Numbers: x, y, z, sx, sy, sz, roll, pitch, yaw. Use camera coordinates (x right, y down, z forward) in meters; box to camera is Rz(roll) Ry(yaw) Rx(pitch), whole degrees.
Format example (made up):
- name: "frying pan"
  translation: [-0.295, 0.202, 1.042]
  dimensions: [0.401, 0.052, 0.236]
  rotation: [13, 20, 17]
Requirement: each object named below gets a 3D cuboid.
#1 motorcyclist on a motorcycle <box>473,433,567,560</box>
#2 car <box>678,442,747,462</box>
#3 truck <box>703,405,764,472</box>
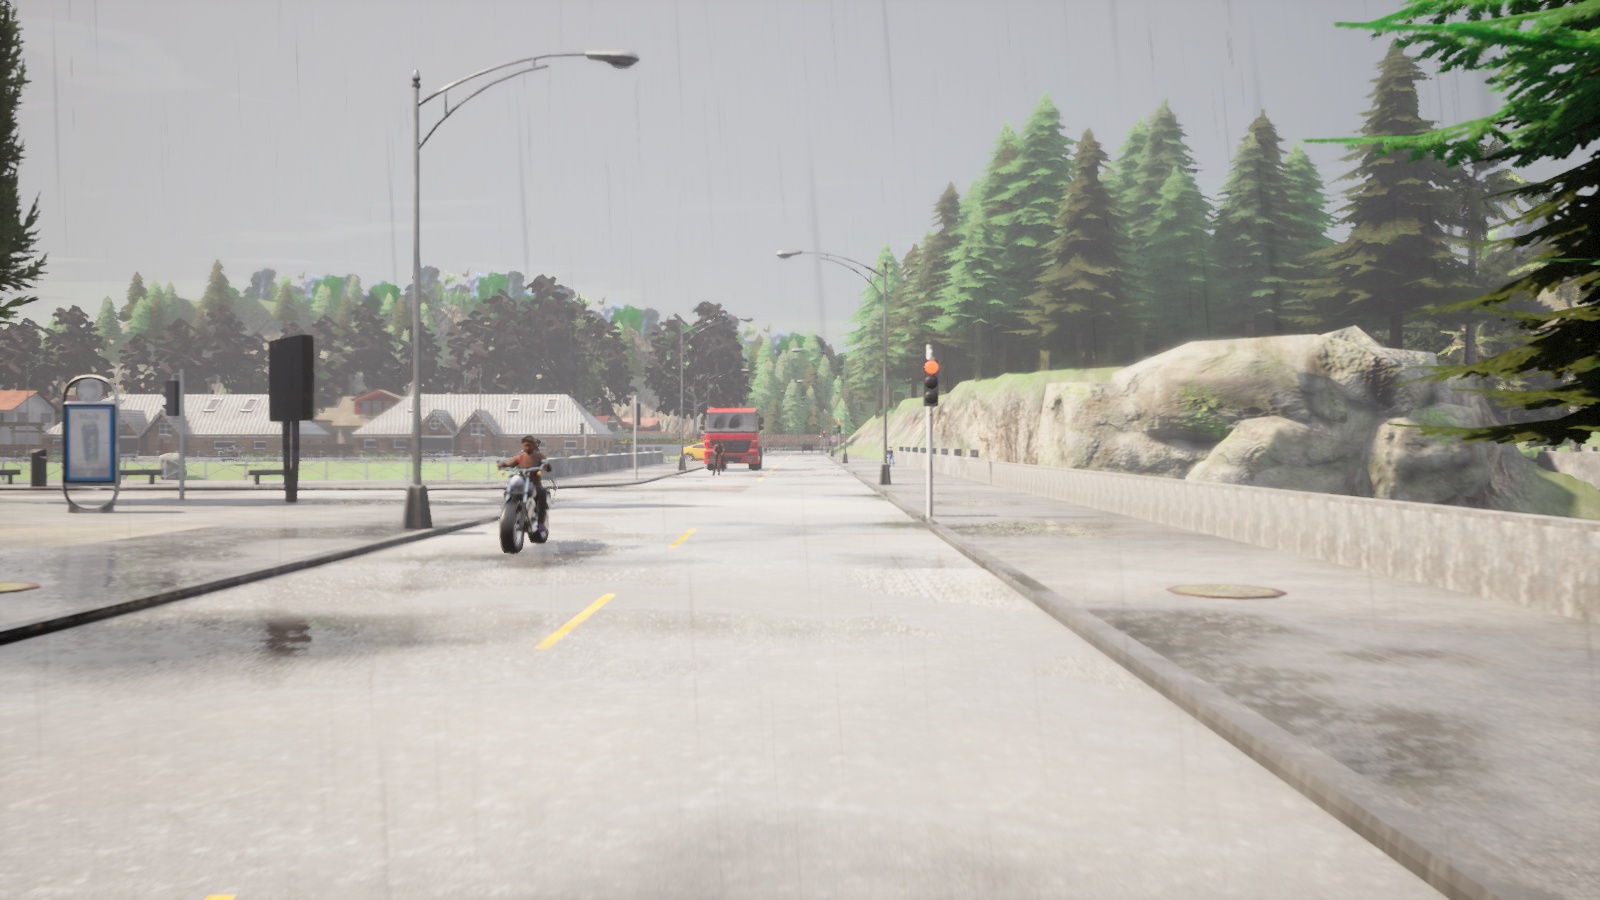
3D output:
- name: "motorcyclist on a motorcycle"
  translation: [-3.876, 0.595, 17.567]
  dimensions: [0.766, 1.649, 2.350]
  rotation: [0, 0, 1]
- name: "car"
  translation: [-6.840, 0.167, 97.818]
  dimensions: [5.008, 1.535, 1.882]
  rotation: [0, 0, 22]
- name: "truck"
  translation: [-3.582, -0.629, 69.371]
  dimensions: [2.891, 3.462, 7.936]
  rotation: [0, 0, 0]
